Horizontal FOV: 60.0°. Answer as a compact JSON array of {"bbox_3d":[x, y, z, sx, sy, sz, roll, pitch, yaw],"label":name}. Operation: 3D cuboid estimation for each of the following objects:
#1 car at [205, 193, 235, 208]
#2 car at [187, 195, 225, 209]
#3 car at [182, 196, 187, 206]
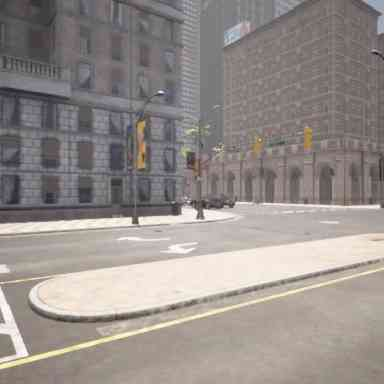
[{"bbox_3d":[3.785,1.221,47.893,2.150,2.045,5.566,0,0,-35],"label":"car"},{"bbox_3d":[1.812,1.477,44.620,1.882,1.535,5.008,0,0,-35],"label":"car"},{"bbox_3d":[-1.850,1.491,56.201,2.128,1.511,4.902,0,0,-34],"label":"car"}]
